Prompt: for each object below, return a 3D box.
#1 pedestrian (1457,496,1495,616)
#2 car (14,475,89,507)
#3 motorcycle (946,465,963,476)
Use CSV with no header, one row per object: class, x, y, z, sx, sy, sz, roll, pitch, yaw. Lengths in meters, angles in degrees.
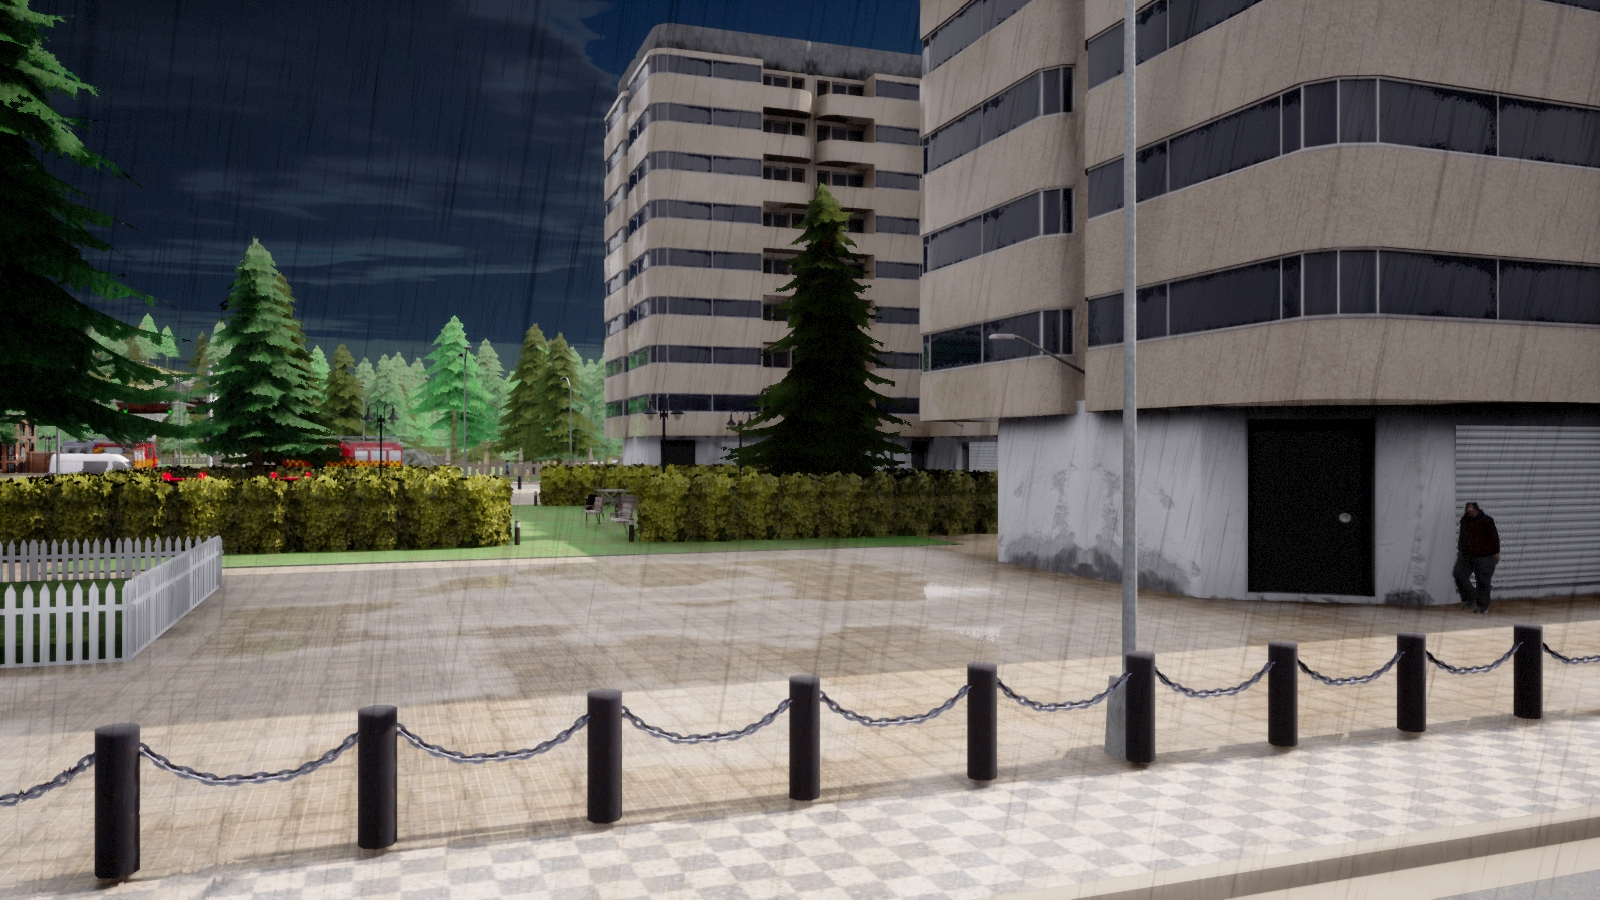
pedestrian,10.733,1.669,18.147,0.375,1.860,0.375,0,0,-20
car,-38.251,2.063,58.546,2.163,1.488,4.792,0,0,-20
motorcycle,16.084,2.131,119.009,0.803,1.199,2.033,0,0,-20
